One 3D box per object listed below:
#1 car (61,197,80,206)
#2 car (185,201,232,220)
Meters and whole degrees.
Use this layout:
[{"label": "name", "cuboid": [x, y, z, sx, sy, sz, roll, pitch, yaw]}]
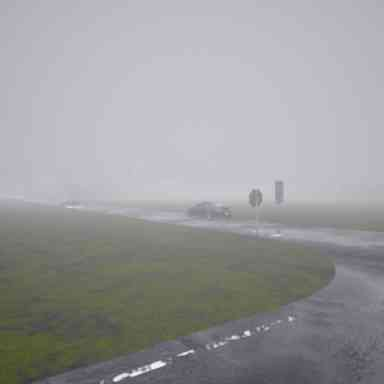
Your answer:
[{"label": "car", "cuboid": [-18.346, 1.390, 50.265, 1.994, 1.385, 4.181, 0, 0, -35]}, {"label": "car", "cuboid": [1.303, 1.463, 27.147, 1.812, 1.442, 4.674, 0, 0, -35]}]
